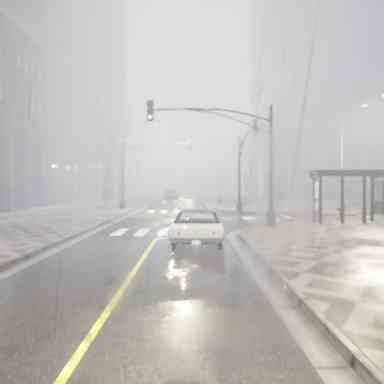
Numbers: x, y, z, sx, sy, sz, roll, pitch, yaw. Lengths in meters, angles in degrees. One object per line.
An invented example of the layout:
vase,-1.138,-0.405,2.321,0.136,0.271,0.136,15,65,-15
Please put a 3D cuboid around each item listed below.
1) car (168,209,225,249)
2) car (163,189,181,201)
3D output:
car,0.243,1.320,13.100,1.895,1.301,4.718,0,1,3
car,-3.069,0.316,48.717,2.097,1.767,4.553,0,1,0
